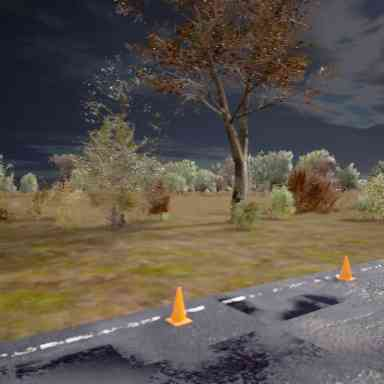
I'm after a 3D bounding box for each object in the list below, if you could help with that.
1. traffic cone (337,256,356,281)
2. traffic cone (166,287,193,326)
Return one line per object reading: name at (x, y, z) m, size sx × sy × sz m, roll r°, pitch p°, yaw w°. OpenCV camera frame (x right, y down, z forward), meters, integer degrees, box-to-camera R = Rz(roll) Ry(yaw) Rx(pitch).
traffic cone at (3.985, 1.946, 8.592) m, size 0.340 × 0.580 × 0.340 m, roll 0°, pitch 0°, yaw -33°
traffic cone at (-0.220, 1.945, 5.776) m, size 0.340 × 0.580 × 0.340 m, roll 0°, pitch 0°, yaw -34°
